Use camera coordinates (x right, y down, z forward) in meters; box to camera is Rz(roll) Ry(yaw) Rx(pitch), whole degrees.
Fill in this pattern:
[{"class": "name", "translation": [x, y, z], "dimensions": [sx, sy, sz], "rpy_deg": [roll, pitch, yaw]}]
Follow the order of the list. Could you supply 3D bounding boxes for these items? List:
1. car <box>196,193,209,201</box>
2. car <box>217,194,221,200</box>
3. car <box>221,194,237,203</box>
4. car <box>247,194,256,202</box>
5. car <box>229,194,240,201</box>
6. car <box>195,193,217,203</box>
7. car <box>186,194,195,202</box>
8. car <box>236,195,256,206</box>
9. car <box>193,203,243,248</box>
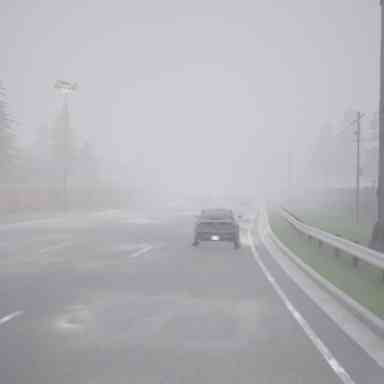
[{"class": "car", "translation": [2.315, 1.055, 73.040], "dimensions": [2.128, 1.511, 4.902], "rpy_deg": [1, 0, 12]}, {"class": "car", "translation": [6.404, 1.226, 75.418], "dimensions": [2.033, 1.411, 5.357], "rpy_deg": [1, 0, 12]}, {"class": "car", "translation": [6.968, 1.239, 61.383], "dimensions": [1.882, 1.535, 5.008], "rpy_deg": [1, 0, 12]}, {"class": "car", "translation": [12.959, 1.287, 72.605], "dimensions": [1.812, 1.442, 4.674], "rpy_deg": [1, 0, 12]}, {"class": "car", "translation": [9.164, 1.198, 71.599], "dimensions": [1.895, 1.301, 4.718], "rpy_deg": [1, 0, 12]}, {"class": "car", "translation": [2.485, 1.232, 56.704], "dimensions": [2.128, 1.511, 4.902], "rpy_deg": [1, 0, 12]}, {"class": "car", "translation": [0.125, 1.167, 62.853], "dimensions": [1.882, 1.535, 5.008], "rpy_deg": [1, 0, 12]}, {"class": "car", "translation": [8.309, 1.376, 50.487], "dimensions": [2.033, 1.411, 5.357], "rpy_deg": [1, 0, 12]}, {"class": "car", "translation": [1.156, 1.442, 14.680], "dimensions": [1.837, 1.490, 4.892], "rpy_deg": [0, 0, 7]}]
